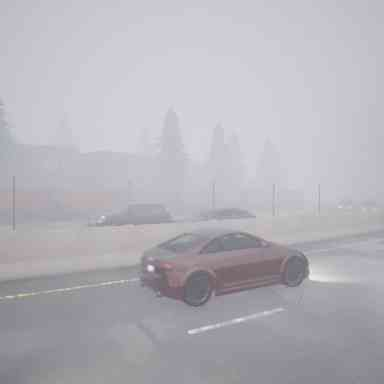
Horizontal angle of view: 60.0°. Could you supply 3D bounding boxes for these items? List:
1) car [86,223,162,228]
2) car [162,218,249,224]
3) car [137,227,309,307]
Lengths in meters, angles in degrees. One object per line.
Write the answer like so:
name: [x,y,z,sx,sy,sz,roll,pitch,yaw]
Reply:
car: [-3.321,1.348,17.975,4.553,1.767,2.097,0,0,-34]
car: [1.192,1.501,16.793,4.892,1.490,1.837,0,0,-35]
car: [0.833,1.561,7.981,4.181,1.385,1.994,0,0,-32]
